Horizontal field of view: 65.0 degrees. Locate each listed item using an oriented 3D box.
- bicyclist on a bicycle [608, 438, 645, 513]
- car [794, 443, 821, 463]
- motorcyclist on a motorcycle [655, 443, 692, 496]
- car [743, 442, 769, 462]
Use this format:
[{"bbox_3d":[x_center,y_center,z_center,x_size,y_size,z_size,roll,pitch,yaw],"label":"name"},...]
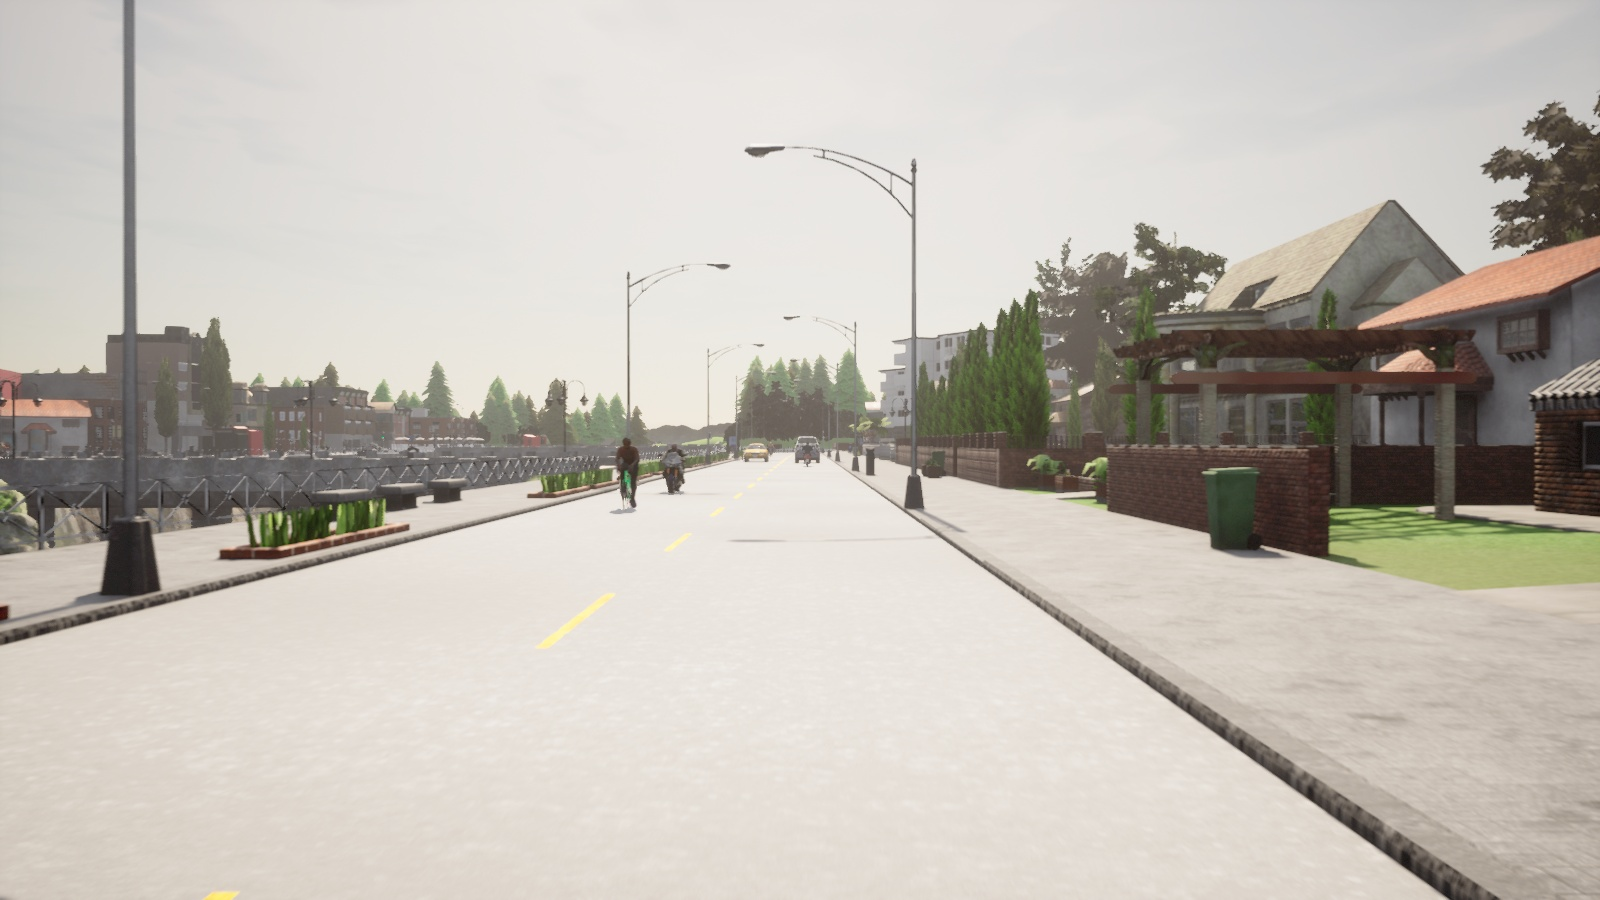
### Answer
[{"bbox_3d":[-3.825,0.540,27.740,0.582,1.620,1.656,0,1,0],"label":"bicyclist on a bicycle"},{"bbox_3d":[0.561,0.178,94.882,1.970,1.475,3.806,0,0,0],"label":"car"},{"bbox_3d":[-3.769,0.567,37.501,0.866,1.530,2.191,0,0,0],"label":"motorcyclist on a motorcycle"},{"bbox_3d":[-3.417,0.126,98.717,1.801,1.575,5.366,0,0,0],"label":"car"}]
